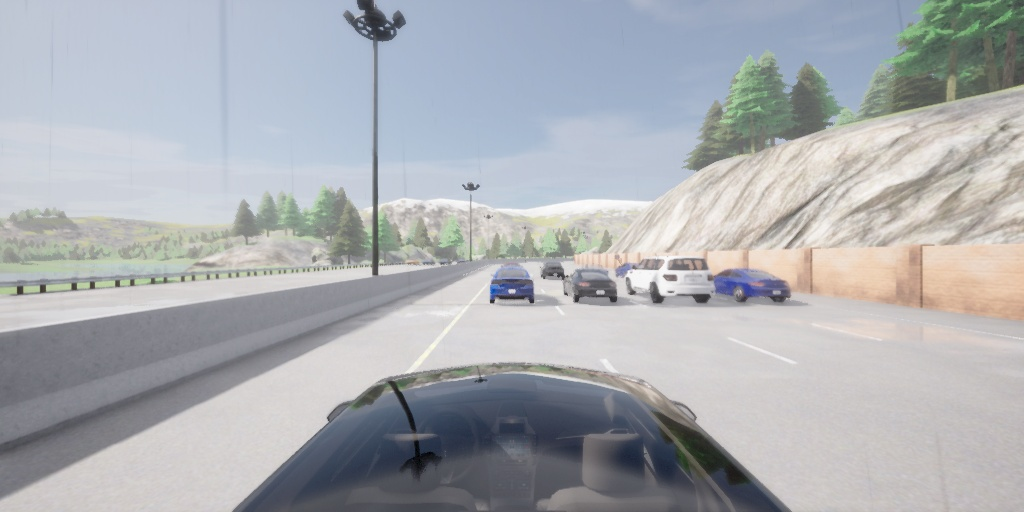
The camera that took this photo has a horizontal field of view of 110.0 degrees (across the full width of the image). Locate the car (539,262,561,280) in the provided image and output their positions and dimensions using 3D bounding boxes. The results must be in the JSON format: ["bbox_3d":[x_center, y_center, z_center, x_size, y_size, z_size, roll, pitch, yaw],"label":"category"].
[{"bbox_3d":[3.500,1.264,31.500,1.837,1.490,4.892,0,0,0],"label":"car"}]

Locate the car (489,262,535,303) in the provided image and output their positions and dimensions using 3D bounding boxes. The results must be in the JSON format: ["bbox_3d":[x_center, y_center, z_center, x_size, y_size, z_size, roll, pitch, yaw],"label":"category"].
[{"bbox_3d":[0.000,1.232,16.500,1.882,1.535,5.008,0,0,0],"label":"car"}]

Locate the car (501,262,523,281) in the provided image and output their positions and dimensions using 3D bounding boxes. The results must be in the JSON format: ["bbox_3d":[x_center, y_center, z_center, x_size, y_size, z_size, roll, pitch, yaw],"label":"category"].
[{"bbox_3d":[0.000,1.280,31.500,1.812,1.442,4.674,0,0,0],"label":"car"}]

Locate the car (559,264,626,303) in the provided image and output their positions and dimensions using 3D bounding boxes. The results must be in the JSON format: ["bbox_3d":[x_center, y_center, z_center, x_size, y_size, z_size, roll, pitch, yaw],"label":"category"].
[{"bbox_3d":[3.500,1.280,16.500,1.812,1.442,4.674,0,0,0],"label":"car"}]

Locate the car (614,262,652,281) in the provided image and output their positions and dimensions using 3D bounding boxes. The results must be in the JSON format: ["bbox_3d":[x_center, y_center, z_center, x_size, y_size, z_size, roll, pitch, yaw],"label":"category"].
[{"bbox_3d":[10.500,1.281,31.500,1.812,1.442,4.674,0,0,0],"label":"car"}]

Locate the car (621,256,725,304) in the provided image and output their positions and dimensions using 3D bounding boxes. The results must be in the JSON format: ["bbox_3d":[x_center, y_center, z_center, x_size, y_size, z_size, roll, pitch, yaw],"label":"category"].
[{"bbox_3d":[7.000,1.005,16.530,2.150,2.045,5.566,0,0,0],"label":"car"}]

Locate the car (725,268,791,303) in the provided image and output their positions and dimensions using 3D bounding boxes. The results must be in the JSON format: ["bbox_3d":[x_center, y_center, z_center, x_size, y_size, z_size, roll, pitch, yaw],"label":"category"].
[{"bbox_3d":[10.500,1.280,16.500,1.812,1.442,4.674,0,0,0],"label":"car"}]

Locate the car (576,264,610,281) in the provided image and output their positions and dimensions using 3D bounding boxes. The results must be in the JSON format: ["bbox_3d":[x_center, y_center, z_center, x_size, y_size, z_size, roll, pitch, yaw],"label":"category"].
[{"bbox_3d":[7.000,1.364,31.530,1.895,1.301,4.718,0,0,0],"label":"car"}]
